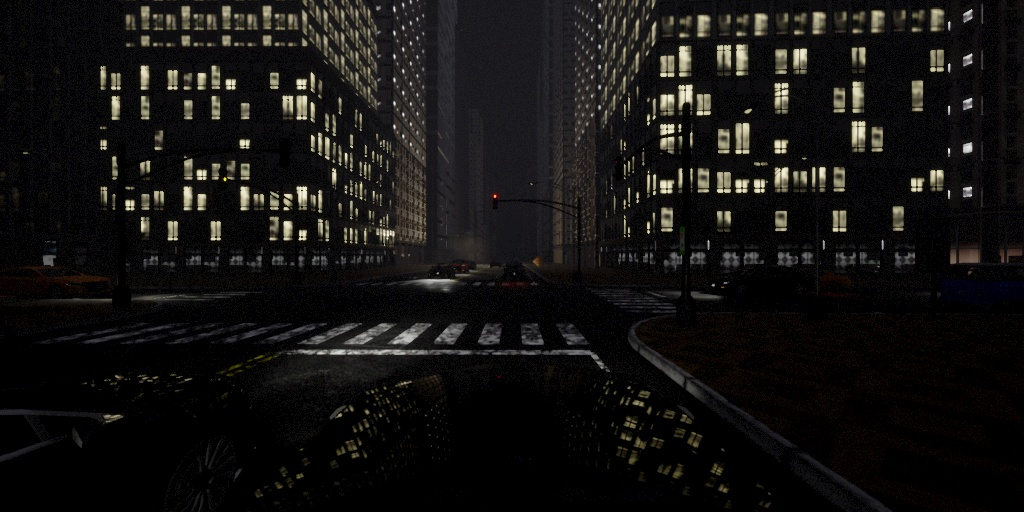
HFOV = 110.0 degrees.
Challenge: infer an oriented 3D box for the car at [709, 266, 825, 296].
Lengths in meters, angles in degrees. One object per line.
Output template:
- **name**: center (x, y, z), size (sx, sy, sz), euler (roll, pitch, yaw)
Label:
- **car**: center (13.064, 1.272, 18.860), size (4.892, 1.490, 1.837), euler (-1, 0, 2)

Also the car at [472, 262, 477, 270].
- **car**: center (-6.383, 1.378, 53.839), size (2.033, 1.411, 5.357), euler (0, 0, 0)

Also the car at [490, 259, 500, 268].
- **car**: center (-2.896, 1.369, 63.777), size (1.837, 1.490, 4.892), euler (0, 0, 0)

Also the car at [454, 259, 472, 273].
- **car**: center (-6.430, 1.154, 43.342), size (2.097, 1.767, 4.553), euler (0, 0, 0)

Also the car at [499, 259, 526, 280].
- **car**: center (0.192, 1.270, 32.181), size (2.128, 1.511, 4.902), euler (0, 0, 0)

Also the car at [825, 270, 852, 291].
- **car**: center (17.166, 1.294, 21.295), size (4.829, 1.417, 1.751), euler (0, 0, 2)

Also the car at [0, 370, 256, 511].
- **car**: center (-3.154, 1.241, 1.148), size (2.128, 1.511, 4.902), euler (0, 0, 0)

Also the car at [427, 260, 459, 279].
- **car**: center (-6.471, 1.345, 33.345), size (1.994, 1.385, 4.181), euler (0, 0, 0)

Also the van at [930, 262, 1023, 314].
- **van**: center (18.403, 1.120, 13.118), size (3.998, 1.789, 1.690), euler (0, 0, 2)

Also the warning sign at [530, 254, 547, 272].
- **warning sign**: center (3.011, 0.912, 41.340), size (1.300, 1.860, 1.060), euler (0, 0, 0)

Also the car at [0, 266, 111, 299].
- **car**: center (-22.322, 1.237, 17.166), size (5.008, 1.535, 1.882), euler (0, 0, 0)
